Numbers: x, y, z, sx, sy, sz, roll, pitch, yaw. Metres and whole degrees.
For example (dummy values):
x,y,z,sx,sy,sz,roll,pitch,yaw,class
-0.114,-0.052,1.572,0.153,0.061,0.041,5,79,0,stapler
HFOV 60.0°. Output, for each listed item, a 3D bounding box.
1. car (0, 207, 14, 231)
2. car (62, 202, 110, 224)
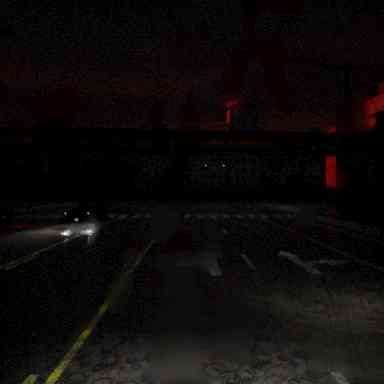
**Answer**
x,y,z,sx,sy,sz,roll,pitch,yaw,class
-10.619,1.316,15.998,1.882,1.535,5.008,0,1,0,car
-7.087,1.366,22.643,1.895,1.301,4.718,0,1,0,car
